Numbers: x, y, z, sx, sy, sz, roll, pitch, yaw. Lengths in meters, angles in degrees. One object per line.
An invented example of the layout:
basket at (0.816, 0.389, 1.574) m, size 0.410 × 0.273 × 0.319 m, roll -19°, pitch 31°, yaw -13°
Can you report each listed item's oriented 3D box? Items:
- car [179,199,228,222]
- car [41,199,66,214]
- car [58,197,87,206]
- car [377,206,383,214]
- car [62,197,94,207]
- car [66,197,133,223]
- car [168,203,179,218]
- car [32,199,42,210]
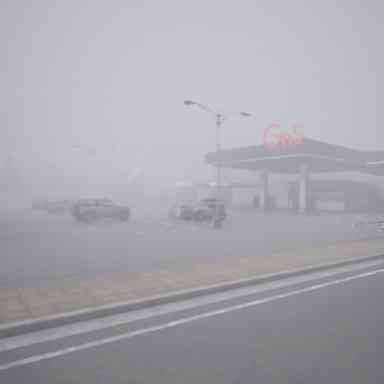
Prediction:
car at (1.217, 1.508, 28.233) m, size 3.866 × 1.878 × 1.905 m, roll 1°, pitch -1°, yaw -36°
car at (-13.778, 1.631, 36.850) m, size 4.514 × 1.523 × 2.007 m, roll 1°, pitch -1°, yaw -36°
car at (-22.113, 1.779, 61.609) m, size 4.514 × 1.523 × 2.007 m, roll 1°, pitch -1°, yaw -36°
car at (29.153, 2.380, 47.606) m, size 2.242 × 1.667 × 4.611 m, roll 1°, pitch -1°, yaw -36°
car at (-20.242, 1.771, 59.091) m, size 5.027 × 1.636 × 2.152 m, roll 1°, pitch -1°, yaw -36°
car at (-7.091, 1.421, 26.316) m, size 4.605 × 1.855 × 1.932 m, roll 1°, pitch -1°, yaw -36°
car at (-0.228, 1.801, 31.288) m, size 3.806 × 1.475 × 1.970 m, roll 1°, pitch -1°, yaw -36°
car at (-19.570, 1.654, 44.993) m, size 3.633 × 1.501 × 1.845 m, roll 1°, pitch -1°, yaw -36°
